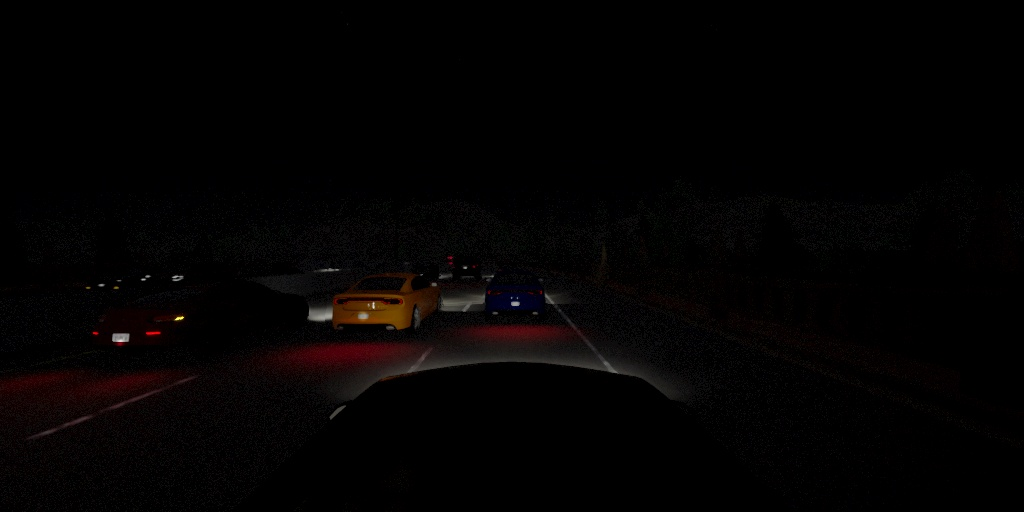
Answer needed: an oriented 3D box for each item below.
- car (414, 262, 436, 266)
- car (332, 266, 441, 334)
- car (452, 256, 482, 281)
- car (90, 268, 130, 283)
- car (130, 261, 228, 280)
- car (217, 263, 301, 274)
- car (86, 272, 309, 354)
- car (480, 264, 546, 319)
[{"bbox_3d":[-7.307,1.264,30.397,2.128,1.511,4.902,0,0,-4],"label":"car"},{"bbox_3d":[-3.404,1.228,10.684,1.882,1.535,5.008,0,0,0],"label":"car"},{"bbox_3d":[-3.753,0.992,30.098,2.150,2.045,5.566,0,0,-4],"label":"car"},{"bbox_3d":[-21.170,1.322,20.460,1.994,1.385,4.181,0,0,-1],"label":"car"},{"bbox_3d":[-17.667,1.110,19.931,2.097,1.767,4.553,0,0,-1],"label":"car"},{"bbox_3d":[-14.173,1.263,20.911,1.837,1.490,4.892,0,0,-1],"label":"car"},{"bbox_3d":[-6.903,1.275,8.631,1.812,1.442,4.674,0,0,0],"label":"car"},{"bbox_3d":[0.096,1.229,12.803,1.882,1.535,5.008,0,0,0],"label":"car"}]
